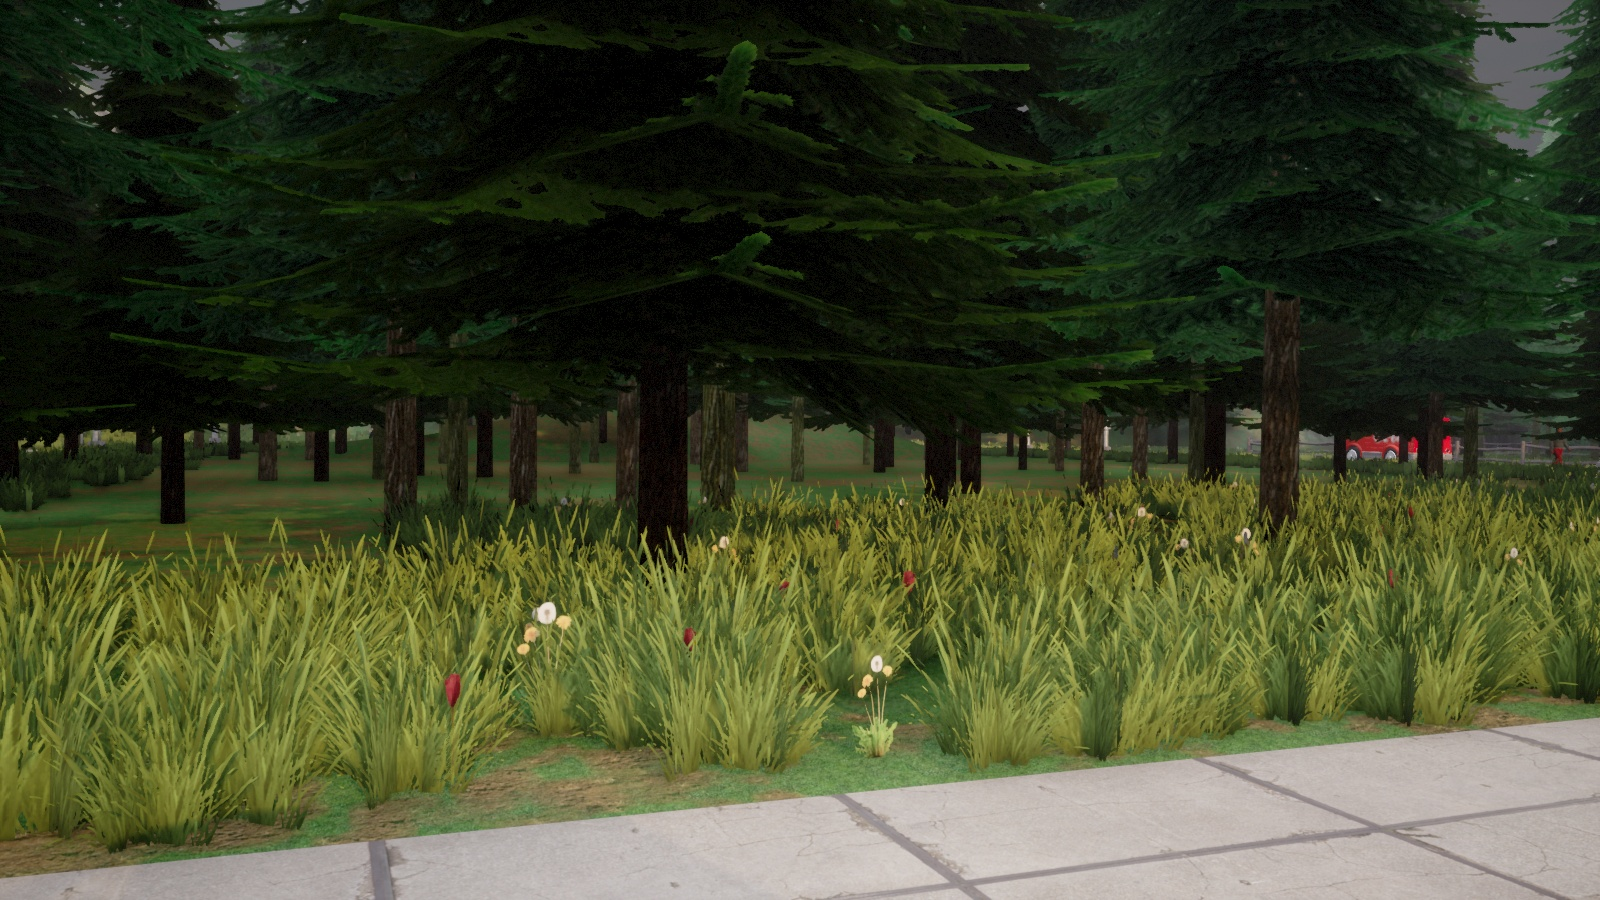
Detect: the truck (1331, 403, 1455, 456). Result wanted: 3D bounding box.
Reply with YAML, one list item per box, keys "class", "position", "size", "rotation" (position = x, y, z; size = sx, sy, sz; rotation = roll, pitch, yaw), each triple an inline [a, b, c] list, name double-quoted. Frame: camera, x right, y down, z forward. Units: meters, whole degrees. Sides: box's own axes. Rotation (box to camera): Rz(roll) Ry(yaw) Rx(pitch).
- class: "truck"
  position: [29.089, -1.029, 61.834]
  size: [2.627, 2.467, 5.204]
  rotation: [-1, 2, -20]

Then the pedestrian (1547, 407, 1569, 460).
- class: "pedestrian"
  position: [26.931, -0.584, 44.621]
  size: [0.353, 1.847, 0.614]
  rotation: [-1, 1, -7]
